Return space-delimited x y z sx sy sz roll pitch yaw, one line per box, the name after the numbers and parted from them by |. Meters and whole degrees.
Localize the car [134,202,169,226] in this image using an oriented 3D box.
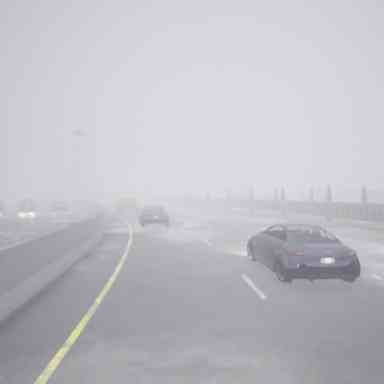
-2.879 1.645 24.196 1.994 1.385 4.181 0 0 -13 | car

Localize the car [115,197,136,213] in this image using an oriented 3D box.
-7.756 1.483 39.163 2.097 1.767 4.553 0 0 -22 | car

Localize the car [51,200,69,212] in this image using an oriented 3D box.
-16.430 1.686 41.172 2.033 1.411 5.357 0 0 -25 | car

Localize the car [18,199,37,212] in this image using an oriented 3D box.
-20.740 1.634 41.899 2.128 1.511 4.902 0 0 -28 | car

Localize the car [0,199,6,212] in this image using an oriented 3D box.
-23.919 1.641 40.452 1.837 1.490 4.892 0 0 -28 | car

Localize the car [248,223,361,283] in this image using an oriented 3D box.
3.031 1.597 9.843 1.994 1.385 4.181 0 0 -5 | car
